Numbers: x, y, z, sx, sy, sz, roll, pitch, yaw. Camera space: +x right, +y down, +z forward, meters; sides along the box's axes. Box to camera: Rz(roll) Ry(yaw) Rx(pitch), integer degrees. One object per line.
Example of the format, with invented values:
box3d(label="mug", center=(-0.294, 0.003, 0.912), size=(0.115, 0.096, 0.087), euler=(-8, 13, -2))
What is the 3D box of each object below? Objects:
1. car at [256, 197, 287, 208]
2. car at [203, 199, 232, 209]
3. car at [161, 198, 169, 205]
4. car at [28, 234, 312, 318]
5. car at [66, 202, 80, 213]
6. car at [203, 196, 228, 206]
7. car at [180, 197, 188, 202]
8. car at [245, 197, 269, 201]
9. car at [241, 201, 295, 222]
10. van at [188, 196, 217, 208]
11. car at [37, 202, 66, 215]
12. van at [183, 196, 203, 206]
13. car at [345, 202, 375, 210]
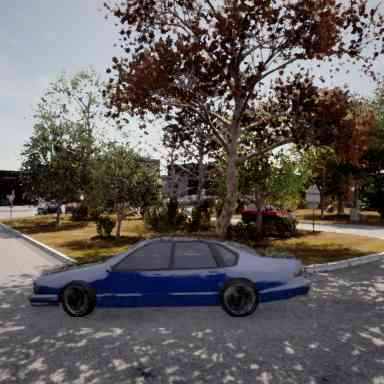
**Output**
box3d(label="car", center=(15.374, 1.966, 64.677), size=(2.435, 2.045, 5.566), euler=(1, -1, -36))
box3d(label="car", center=(4.271, 1.997, 56.406), size=(1.946, 1.575, 5.366), euler=(1, 0, -36))
box3d(label="car", center=(-4.846, 1.979, 65.418), size=(1.946, 1.575, 5.366), euler=(1, 0, -36))
box3d(label="car", center=(-0.422, 1.621, 6.921), size=(5.357, 1.411, 2.033), euler=(-2, -3, 4))
box3d(label="car", center=(-15.011, 2.068, 42.818), size=(2.002, 1.452, 4.674), euler=(-1, 0, -36))
box3d(label="car", center=(5.141, 1.884, 72.339), size=(2.435, 2.045, 5.566), euler=(1, -1, -36))
box3d(label="car", center=(-0.547, 2.052, 60.077), size=(5.357, 1.411, 2.033), euler=(1, 0, -29))
box3d(label="car", center=(10.953, 1.856, 61.470), size=(2.435, 2.045, 5.566), euler=(1, -1, -36))
box3d(label="car", center=(6.195, 1.832, 27.171), size=(2.097, 1.767, 4.553), euler=(3, -3, -35))
box3d(label="van", center=(1.827, 1.752, 55.023), size=(1.878, 1.987, 4.442), euler=(1, 0, -36))
box3d(label="car", center=(-17.561, 1.930, 40.931), size=(2.185, 1.767, 4.553), euler=(-1, 0, -35))
box3d(label="van", center=(0.167, 1.816, 68.649), size=(1.878, 1.987, 4.442), euler=(1, -1, -36))
box3d(label="car", center=(30.976, 2.538, 62.240), size=(1.837, 1.490, 4.892), euler=(2, -1, -23))
